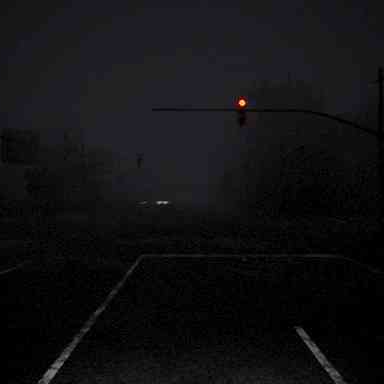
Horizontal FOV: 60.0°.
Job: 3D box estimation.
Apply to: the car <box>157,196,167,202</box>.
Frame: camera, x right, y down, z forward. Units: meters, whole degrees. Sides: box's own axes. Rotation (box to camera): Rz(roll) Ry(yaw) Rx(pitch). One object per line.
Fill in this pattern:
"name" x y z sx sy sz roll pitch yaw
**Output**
"car" -7.000 1.595 78.027 1.895 1.301 4.718 0 0 0
